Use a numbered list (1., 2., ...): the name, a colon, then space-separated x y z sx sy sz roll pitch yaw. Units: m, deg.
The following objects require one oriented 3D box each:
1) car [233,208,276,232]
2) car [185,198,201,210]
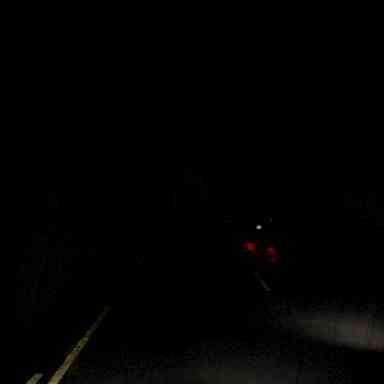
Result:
1. car: 3.599 1.587 20.114 1.895 1.301 4.718 0 0 0
2. car: 0.098 1.448 42.869 1.882 1.535 5.008 0 0 0
